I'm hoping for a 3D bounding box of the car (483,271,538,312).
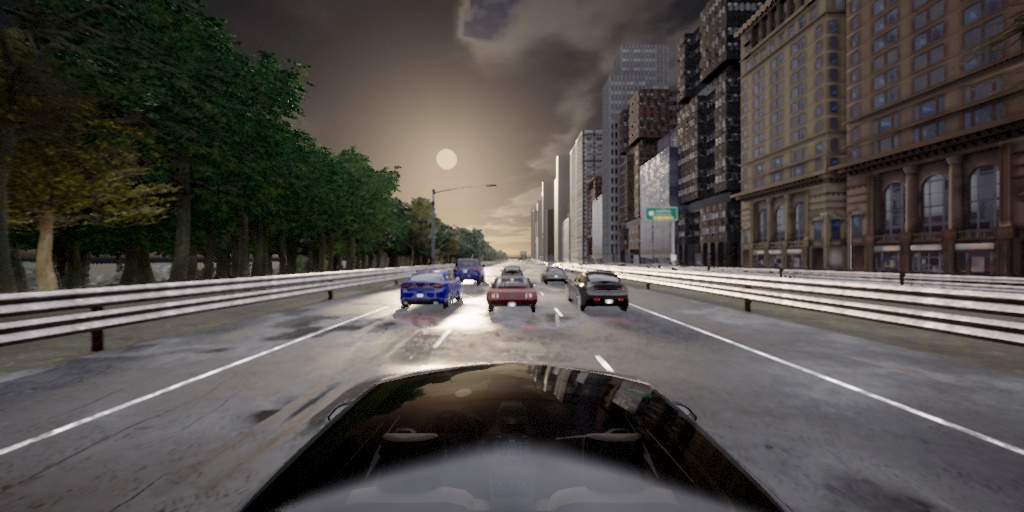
[{"bbox_3d":[0.018,1.486,15.092,1.895,1.301,4.718,0,-1,0],"label":"car"}]

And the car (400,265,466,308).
[{"bbox_3d":[-3.471,1.372,16.080,1.882,1.535,5.008,0,0,1],"label":"car"}]

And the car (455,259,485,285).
[{"bbox_3d":[-3.489,1.265,29.424,2.150,2.045,5.566,0,0,0],"label":"car"}]

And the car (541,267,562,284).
[{"bbox_3d":[3.523,1.616,30.439,1.994,1.385,4.181,0,-1,1],"label":"car"}]

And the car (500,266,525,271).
[{"bbox_3d":[0.022,1.558,30.342,1.837,1.490,4.892,0,0,0],"label":"car"}]

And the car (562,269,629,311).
[{"bbox_3d":[3.521,1.394,15.343,1.837,1.490,4.892,0,0,0],"label":"car"}]
